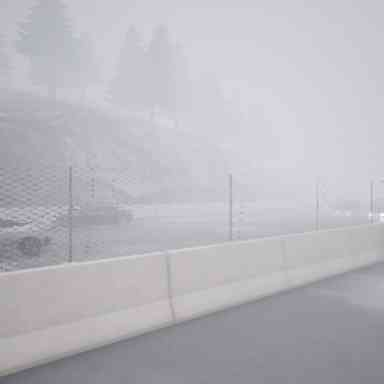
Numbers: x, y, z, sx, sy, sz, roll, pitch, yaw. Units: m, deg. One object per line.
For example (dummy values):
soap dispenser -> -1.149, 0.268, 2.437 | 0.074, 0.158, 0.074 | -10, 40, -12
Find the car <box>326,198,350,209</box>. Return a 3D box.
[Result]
car -> 21.992, 1.642, 49.908 | 2.033, 1.411, 5.357 | 0, 0, 38
